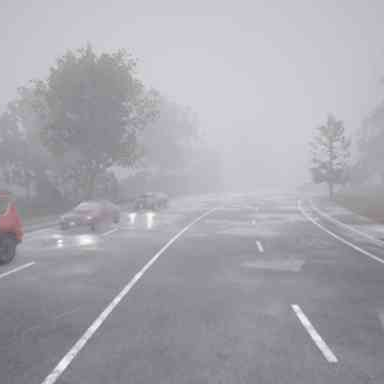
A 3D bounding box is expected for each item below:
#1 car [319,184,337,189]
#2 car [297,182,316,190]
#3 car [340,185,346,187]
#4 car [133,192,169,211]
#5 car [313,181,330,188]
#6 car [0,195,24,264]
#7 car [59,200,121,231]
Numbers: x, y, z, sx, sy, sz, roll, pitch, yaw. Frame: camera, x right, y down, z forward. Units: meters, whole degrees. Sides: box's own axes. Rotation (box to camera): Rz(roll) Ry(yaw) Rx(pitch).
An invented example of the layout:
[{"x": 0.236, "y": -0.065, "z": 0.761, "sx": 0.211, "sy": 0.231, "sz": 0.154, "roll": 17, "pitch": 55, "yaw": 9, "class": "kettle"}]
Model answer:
[{"x": 27.928, "y": -1.341, "z": 69.121, "sx": 1.895, "sy": 1.301, "sz": 4.718, "roll": -1, "pitch": 2, "yaw": 40, "class": "car"}, {"x": 23.458, "y": -1.252, "z": 69.038, "sx": 2.128, "sy": 1.511, "sz": 4.902, "roll": -1, "pitch": 2, "yaw": 38, "class": "car"}, {"x": 34.667, "y": -1.827, "z": 76.882, "sx": 1.895, "sy": 1.301, "sz": 4.718, "roll": -1, "pitch": 2, "yaw": 45, "class": "car"}, {"x": -3.395, "y": 0.762, "z": 28.369, "sx": 1.837, "sy": 1.490, "sz": 4.892, "roll": 0, "pitch": 2, "yaw": 14, "class": "car"}, {"x": 29.993, "y": -1.736, "z": 76.989, "sx": 2.128, "sy": 1.511, "sz": 4.902, "roll": -1, "pitch": 2, "yaw": 43, "class": "car"}, {"x": -6.610, "y": 1.124, "z": 8.357, "sx": 2.150, "sy": 2.045, "sz": 5.566, "roll": 0, "pitch": 1, "yaw": 5, "class": "car"}, {"x": -5.409, "y": 1.173, "z": 18.320, "sx": 1.812, "sy": 1.442, "sz": 4.674, "roll": 0, "pitch": 2, "yaw": 9, "class": "car"}]
